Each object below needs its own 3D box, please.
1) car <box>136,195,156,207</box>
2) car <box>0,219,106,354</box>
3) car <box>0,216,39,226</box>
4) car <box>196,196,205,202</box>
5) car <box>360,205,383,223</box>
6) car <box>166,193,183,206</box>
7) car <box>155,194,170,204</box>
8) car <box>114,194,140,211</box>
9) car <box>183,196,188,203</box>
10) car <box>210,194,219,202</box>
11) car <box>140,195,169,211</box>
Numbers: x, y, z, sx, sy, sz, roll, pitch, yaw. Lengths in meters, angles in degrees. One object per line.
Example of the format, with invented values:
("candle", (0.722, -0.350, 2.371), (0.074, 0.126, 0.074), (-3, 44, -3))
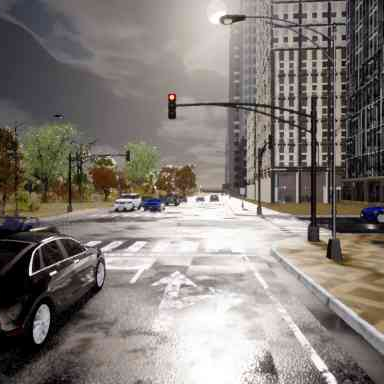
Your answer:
("car", (-6.862, 1.344, 50.287), (2.097, 1.767, 4.553), (0, 0, 5))
("car", (-3.023, 1.504, 6.175), (1.837, 1.490, 4.892), (0, 0, 1))
("car", (-6.305, 1.561, 11.624), (1.994, 1.385, 4.181), (0, 0, 2))
("car", (2.016, 1.602, 78.612), (1.895, 1.301, 4.718), (0, 0, 5))
("car", (14.356, 1.319, 22.991), (5.008, 1.535, 1.882), (0, 0, 5))
("car", (-3.299, 1.215, 54.103), (2.150, 2.045, 5.566), (0, 0, 5))
("car", (-5.660, 1.348, 64.679), (2.097, 1.767, 4.553), (0, 0, 5))
("car", (-7.673, 1.212, 40.338), (2.150, 2.045, 5.566), (0, 0, 5))
("car", (-1.988, 1.526, 69.340), (1.812, 1.442, 4.674), (0, 0, 5))
("car", (5.292, 1.364, 78.818), (2.097, 1.767, 4.553), (0, 0, 5))
("car", (-4.437, 1.469, 39.919), (1.882, 1.535, 5.008), (0, 0, 6))
